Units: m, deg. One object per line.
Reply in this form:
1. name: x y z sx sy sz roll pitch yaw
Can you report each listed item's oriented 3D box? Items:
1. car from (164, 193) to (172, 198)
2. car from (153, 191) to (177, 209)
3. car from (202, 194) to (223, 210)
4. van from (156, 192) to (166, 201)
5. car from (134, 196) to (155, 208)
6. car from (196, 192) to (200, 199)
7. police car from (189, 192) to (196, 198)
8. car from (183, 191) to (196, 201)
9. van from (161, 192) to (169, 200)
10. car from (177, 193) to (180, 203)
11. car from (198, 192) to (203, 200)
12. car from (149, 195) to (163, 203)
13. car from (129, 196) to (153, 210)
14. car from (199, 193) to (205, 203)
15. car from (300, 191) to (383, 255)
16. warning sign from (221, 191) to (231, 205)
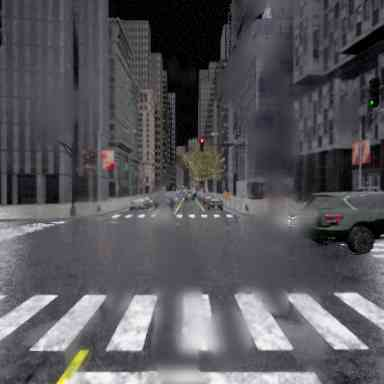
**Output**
1. car: -6.454 0.978 89.665 2.008 1.369 4.403 0 0 -1
2. car: -3.323 0.949 41.035 2.150 2.045 5.566 0 0 0
3. car: 2.557 1.299 37.701 2.008 1.369 4.403 0 0 -1
4. van: -6.252 0.898 68.012 1.690 1.788 3.998 0 0 -1
5. car: -6.014 1.267 42.617 2.008 1.369 4.403 0 0 -1
6. car: 2.312 1.133 63.905 2.008 1.369 4.403 0 0 -1
7. police car: 0.190 0.840 91.867 1.930 1.638 5.238 0 0 -1
8. car: -0.476 1.090 66.858 1.812 1.442 4.674 0 0 -1
9. van: -6.353 0.833 78.838 1.690 1.788 3.998 0 0 -1
10. car: -3.439 1.225 57.251 1.895 1.301 4.718 0 0 0
11. car: 2.405 1.195 54.033 2.008 1.369 4.403 0 0 -1
12. car: -6.150 1.190 57.187 1.947 1.339 4.313 0 0 -1
13. car: -5.967 1.300 37.625 2.008 1.369 4.403 0 0 -1
14. car: 2.455 1.223 48.589 1.887 1.381 4.507 0 0 -1
15. car: 6.743 0.997 12.280 5.566 2.045 2.150 -1 -1 -16
16. warning sign: 4.781 0.805 46.795 1.300 1.860 1.060 0 0 -1
